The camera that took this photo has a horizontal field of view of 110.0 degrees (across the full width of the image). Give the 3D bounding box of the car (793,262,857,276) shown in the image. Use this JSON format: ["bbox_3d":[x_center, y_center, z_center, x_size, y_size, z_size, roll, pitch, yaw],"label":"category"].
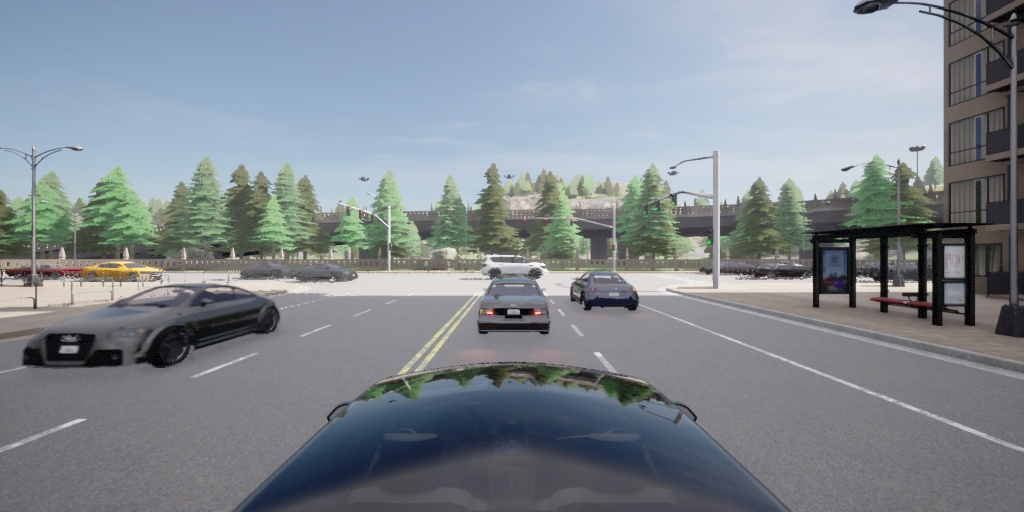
[{"bbox_3d":[31.984,1.295,36.729,4.718,1.301,1.895,0,0,4],"label":"car"}]

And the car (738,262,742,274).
[{"bbox_3d":[24.522,1.186,33.549,4.902,1.511,2.128,0,0,2],"label":"car"}]

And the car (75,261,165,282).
[{"bbox_3d":[-29.247,1.172,27.122,5.008,1.535,1.882,0,0,0],"label":"car"}]

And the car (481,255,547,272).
[{"bbox_3d":[0.175,0.941,30.249,5.566,2.045,2.150,0,0,1],"label":"car"}]

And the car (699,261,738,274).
[{"bbox_3d":[22.405,1.242,37.129,5.357,1.411,2.033,0,0,1],"label":"car"}]

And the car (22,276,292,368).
[{"bbox_3d":[-7.106,1.314,7.745,1.994,1.385,4.181,0,0,0],"label":"car"}]

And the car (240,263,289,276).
[{"bbox_3d":[-20.572,1.258,30.517,4.181,1.385,1.994,0,0,1],"label":"car"}]

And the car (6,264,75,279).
[{"bbox_3d":[-39.502,1.295,30.604,4.718,1.301,1.895,0,0,-2],"label":"car"}]

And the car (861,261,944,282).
[{"bbox_3d":[29.040,1.220,26.313,4.674,1.442,1.812,0,0,2],"label":"car"}]

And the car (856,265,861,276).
[{"bbox_3d":[33.860,1.186,33.007,4.902,1.511,2.128,0,0,6],"label":"car"}]

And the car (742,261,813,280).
[{"bbox_3d":[22.397,1.295,29.960,4.718,1.301,1.895,0,0,1],"label":"car"}]

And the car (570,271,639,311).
[{"bbox_3d":[3.577,1.314,14.551,1.994,1.385,4.181,0,0,0],"label":"car"}]

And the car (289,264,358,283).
[{"bbox_3d":[-13.881,1.259,26.939,4.181,1.385,1.994,0,0,1],"label":"car"}]

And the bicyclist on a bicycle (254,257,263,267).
[{"bbox_3d":[-29.468,0.995,41.636,0.582,1.620,1.656,0,0,1],"label":"bicyclist on a bicycle"}]

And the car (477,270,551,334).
[{"bbox_3d":[0.058,1.297,10.540,2.033,1.411,5.357,0,0,1],"label":"car"}]
